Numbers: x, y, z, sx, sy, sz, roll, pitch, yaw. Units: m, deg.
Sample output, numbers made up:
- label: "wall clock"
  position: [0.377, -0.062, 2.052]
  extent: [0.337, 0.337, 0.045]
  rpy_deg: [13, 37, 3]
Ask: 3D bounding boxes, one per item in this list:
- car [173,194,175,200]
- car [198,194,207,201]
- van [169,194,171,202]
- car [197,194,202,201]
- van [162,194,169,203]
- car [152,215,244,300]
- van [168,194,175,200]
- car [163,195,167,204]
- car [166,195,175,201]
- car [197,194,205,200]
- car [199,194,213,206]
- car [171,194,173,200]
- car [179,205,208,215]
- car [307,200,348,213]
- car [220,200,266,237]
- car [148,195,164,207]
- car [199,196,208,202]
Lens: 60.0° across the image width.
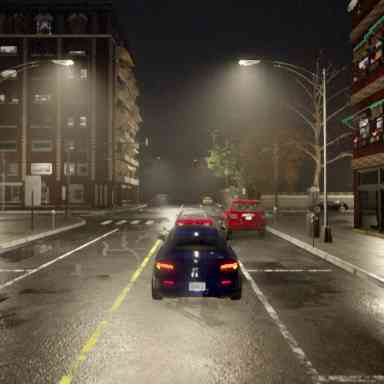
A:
- label: "car"
  position: [-5.749, 1.606, 78.362]
  extent: [2.008, 1.369, 4.403]
  rpy_deg: [1, 0, 0]
- label: "car"
  position: [2.630, 1.377, 83.900]
  extent: [2.192, 1.841, 5.009]
  rpy_deg: [1, 0, 0]
- label: "van"
  position: [-5.735, 1.385, 67.285]
  extent: [1.690, 1.788, 3.998]
  rpy_deg: [1, 0, 0]
- label: "car"
  position: [2.636, 1.601, 72.823]
  extent: [2.008, 1.369, 4.403]
  rpy_deg: [1, 0, 0]
- label: "van"
  position: [-5.729, 1.380, 61.746]
  extent: [1.690, 1.788, 3.998]
  rpy_deg: [1, 0, 0]
- label: "car"
  position: [0.094, 1.528, 8.246]
  extent: [1.812, 1.442, 4.674]
  rpy_deg: [0, 0, 0]
- label: "van"
  position: [-5.760, 1.417, 94.978]
  extent: [1.690, 1.788, 3.998]
  rpy_deg: [1, 0, 0]
- label: "car"
  position: [-5.729, 1.616, 56.207]
  extent: [1.802, 1.307, 4.206]
  rpy_deg: [1, 0, 0]
- label: "car"
  position: [-5.759, 1.620, 89.439]
  extent: [2.008, 1.369, 4.403]
  rpy_deg: [1, 0, 0]
- label: "car"
  position: [2.620, 1.391, 94.975]
  extent: [2.192, 1.841, 5.009]
  rpy_deg: [1, 0, 0]
- label: "car"
  position: [2.652, 1.560, 56.379]
  extent: [1.752, 1.417, 4.829]
  rpy_deg: [1, 0, 0]
- label: "car"
  position: [-5.744, 1.632, 72.824]
  extent: [1.802, 1.307, 4.206]
  rpy_deg: [1, 0, 0]
- label: "car"
  position: [0.084, 1.608, 17.990]
  extent: [1.895, 1.301, 4.718]
  rpy_deg: [0, 0, 0]
- label: "car"
  position: [15.179, 1.607, 37.223]
  extent: [4.313, 1.339, 1.947]
  rpy_deg: [0, -1, 0]
- label: "car"
  position: [2.691, 1.322, 18.179]
  extent: [2.192, 1.841, 5.009]
  rpy_deg: [1, 0, 0]
- label: "car"
  position: [-5.723, 1.612, 50.670]
  extent: [1.802, 1.307, 4.206]
  rpy_deg: [1, 0, 0]
- label: "car"
  position: [2.631, 1.622, 78.362]
  extent: [1.947, 1.339, 4.313]
  rpy_deg: [1, 0, 0]
